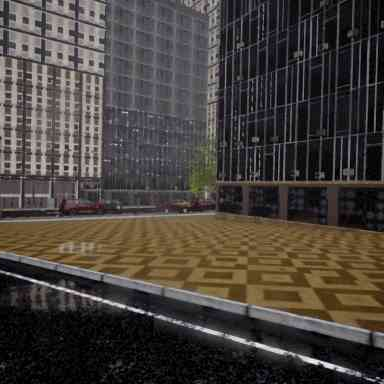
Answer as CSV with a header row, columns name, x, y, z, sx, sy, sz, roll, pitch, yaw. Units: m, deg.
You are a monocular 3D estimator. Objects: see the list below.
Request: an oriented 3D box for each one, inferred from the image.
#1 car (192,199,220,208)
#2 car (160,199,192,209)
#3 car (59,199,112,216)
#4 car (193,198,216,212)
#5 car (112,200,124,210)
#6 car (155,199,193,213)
name,x,y,z,sx,sy,sz,roll,pitch,yaw
car,2.365,1.873,55.621,4.313,1.339,1.947,1,1,-34
car,-2.452,1.785,52.321,4.829,1.417,1.752,1,1,-34
car,-11.888,1.645,36.303,5.009,1.841,2.192,1,1,-34
car,2.143,1.782,45.913,5.009,1.841,2.192,1,1,-34
car,-11.666,1.721,46.011,4.403,1.369,2.008,1,1,-34
car,-2.539,1.966,42.714,4.507,1.381,1.887,1,1,-34
